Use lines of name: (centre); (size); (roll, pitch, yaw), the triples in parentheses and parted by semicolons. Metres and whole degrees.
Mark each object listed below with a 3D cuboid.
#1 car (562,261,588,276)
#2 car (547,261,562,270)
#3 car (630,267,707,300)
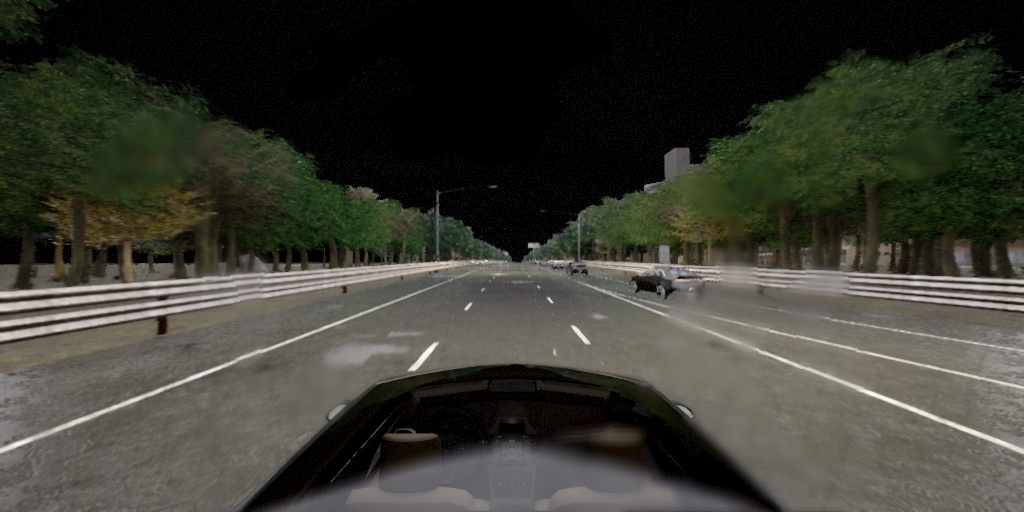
car: (7.007, 1.334, 39.004); (1.837, 1.490, 4.892); (0, 0, 0)
car: (7.036, 1.490, 56.165); (1.895, 1.301, 4.718); (0, 0, 0)
car: (7.638, 1.286, 18.078); (2.128, 1.511, 4.902); (0, 0, -6)
